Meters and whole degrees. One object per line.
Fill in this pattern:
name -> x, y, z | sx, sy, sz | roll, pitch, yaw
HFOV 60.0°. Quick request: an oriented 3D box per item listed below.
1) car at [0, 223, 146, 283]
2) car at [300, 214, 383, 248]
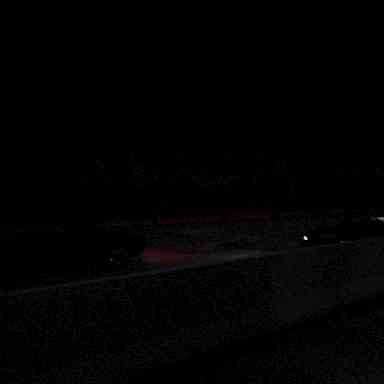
car -> -3.857, 1.618, 9.869 | 4.718, 1.301, 1.895 | 0, 0, -36
car -> 6.624, 1.608, 13.192 | 5.357, 1.411, 2.033 | 0, 0, -36
